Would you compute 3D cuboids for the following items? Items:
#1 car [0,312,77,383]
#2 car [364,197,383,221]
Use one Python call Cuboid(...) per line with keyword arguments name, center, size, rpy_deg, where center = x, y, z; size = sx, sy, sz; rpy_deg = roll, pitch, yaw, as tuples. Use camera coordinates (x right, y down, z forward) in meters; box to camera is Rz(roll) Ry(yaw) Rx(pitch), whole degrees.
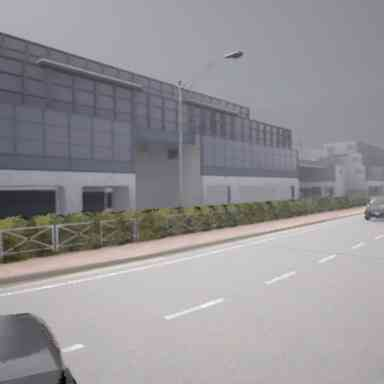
Cuboid(name="car", center=(-3.366, 1.597, 1.650), size=(5.357, 1.411, 2.033), rpy_deg=(-1, 1, -34))
Cuboid(name="car", center=(13.268, 1.134, 22.589), size=(1.837, 1.490, 4.892), rpy_deg=(-1, 0, 44))
